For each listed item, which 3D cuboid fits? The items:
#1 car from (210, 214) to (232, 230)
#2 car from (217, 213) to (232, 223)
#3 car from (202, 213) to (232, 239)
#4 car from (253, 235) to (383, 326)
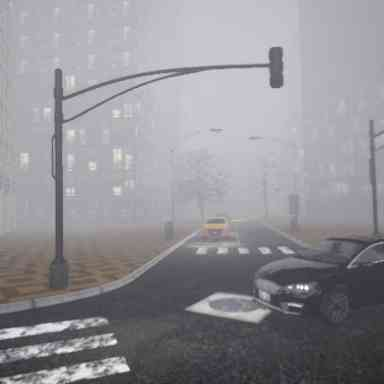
[{"bbox_3d":[3.153,3.125,35.561,2.128,1.511,4.902,-1,-3,7],"label":"car"},{"bbox_3d":[4.890,3.826,49.392,1.994,1.385,4.181,-1,-3,7],"label":"car"},{"bbox_3d":[1.904,2.657,25.510,1.882,1.535,5.008,-1,-3,7],"label":"car"},{"bbox_3d":[3.707,1.785,7.606,4.902,1.511,2.128,-1,-3,-22],"label":"car"}]
